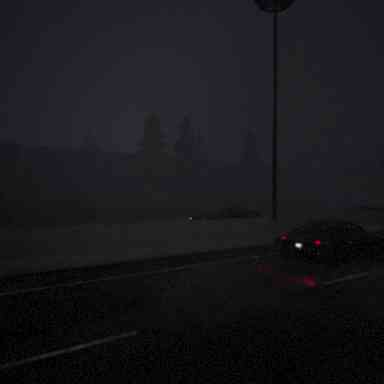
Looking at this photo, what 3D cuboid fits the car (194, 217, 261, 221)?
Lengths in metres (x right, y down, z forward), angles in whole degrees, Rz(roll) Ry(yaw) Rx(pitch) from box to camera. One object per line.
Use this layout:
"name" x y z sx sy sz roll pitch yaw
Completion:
"car" 2.395 1.692 22.897 5.357 1.411 2.033 1 0 -36

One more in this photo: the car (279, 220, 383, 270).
"car" 4.968 1.665 11.590 4.181 1.385 1.994 1 0 -35

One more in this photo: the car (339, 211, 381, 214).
"car" 14.174 1.764 27.004 4.892 1.490 1.837 1 -1 -35
